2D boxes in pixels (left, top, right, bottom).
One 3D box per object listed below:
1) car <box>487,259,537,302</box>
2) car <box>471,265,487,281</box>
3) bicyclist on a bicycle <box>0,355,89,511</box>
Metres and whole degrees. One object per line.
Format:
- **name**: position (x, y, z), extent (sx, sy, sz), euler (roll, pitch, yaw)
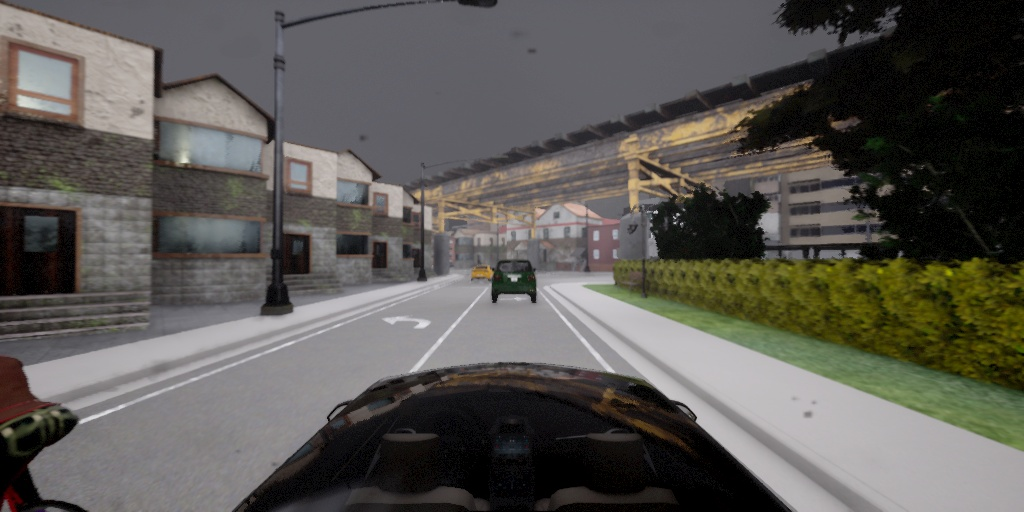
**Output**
- **car**: position (0.100, 1.179, 18.605), extent (2.150, 2.045, 5.566), euler (0, -1, 0)
- **car**: position (-2.774, 1.647, 35.800), extent (1.882, 1.535, 5.008), euler (0, -1, 5)
- **bicyclist on a bicycle**: position (-2.990, 1.206, 1.947), extent (1.656, 1.620, 0.582), euler (-1, -1, 0)
